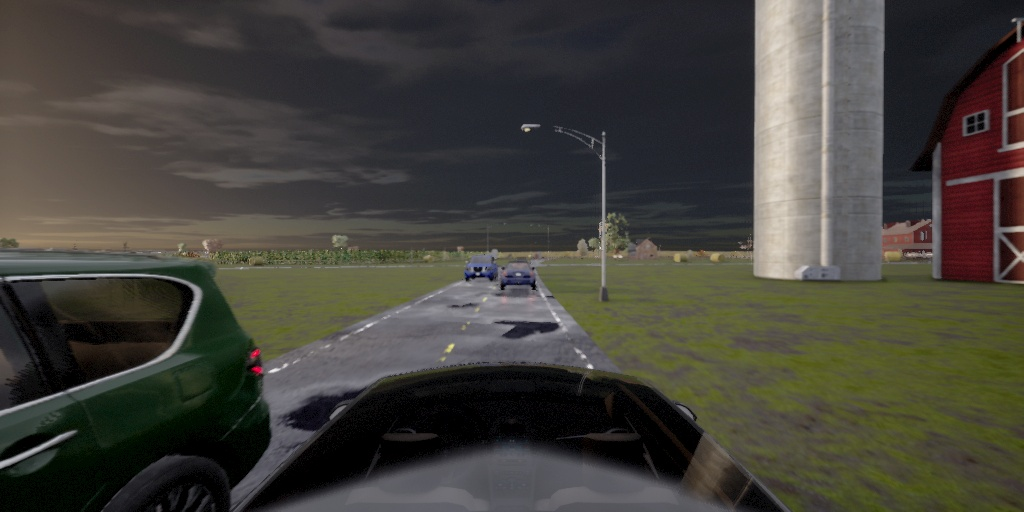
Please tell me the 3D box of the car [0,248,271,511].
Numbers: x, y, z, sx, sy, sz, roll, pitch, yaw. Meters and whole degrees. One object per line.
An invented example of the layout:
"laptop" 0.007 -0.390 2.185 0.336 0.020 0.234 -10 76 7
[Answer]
"car" -2.840 0.974 0.326 2.150 2.045 5.566 0 0 0

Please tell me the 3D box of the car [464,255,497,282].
"car" -2.369 0.936 28.526 2.150 2.045 5.566 0 0 2

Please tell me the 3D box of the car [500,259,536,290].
"car" 0.404 1.077 22.537 2.097 1.767 4.553 0 0 1
